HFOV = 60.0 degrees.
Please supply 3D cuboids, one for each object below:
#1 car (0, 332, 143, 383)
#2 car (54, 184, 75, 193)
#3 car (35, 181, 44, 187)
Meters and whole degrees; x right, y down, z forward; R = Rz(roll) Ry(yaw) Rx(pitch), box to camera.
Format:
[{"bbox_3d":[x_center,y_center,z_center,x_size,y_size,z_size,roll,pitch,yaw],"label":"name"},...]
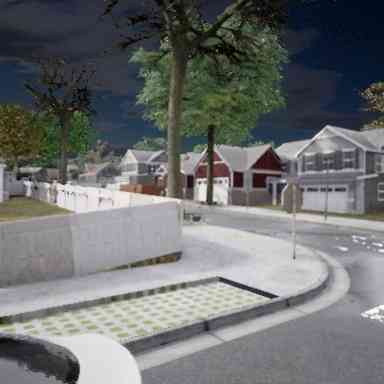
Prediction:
[{"bbox_3d":[-2.317,1.529,1.271,4.674,1.442,1.812,0,0,-35],"label":"car"},{"bbox_3d":[-18.127,-0.460,46.991,2.033,1.411,5.357,1,2,-34],"label":"car"},{"bbox_3d":[-35.515,-1.880,77.199,1.837,1.490,4.892,1,2,-34],"label":"car"}]
